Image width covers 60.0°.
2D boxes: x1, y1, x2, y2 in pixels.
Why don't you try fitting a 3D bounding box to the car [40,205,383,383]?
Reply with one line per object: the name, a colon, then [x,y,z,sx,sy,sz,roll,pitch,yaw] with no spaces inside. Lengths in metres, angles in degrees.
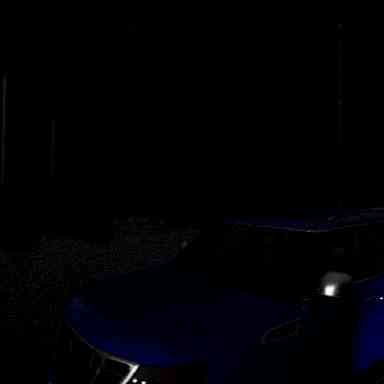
car: [1.212,1.231,4.119,5.566,2.045,2.150,0,0,-35]
